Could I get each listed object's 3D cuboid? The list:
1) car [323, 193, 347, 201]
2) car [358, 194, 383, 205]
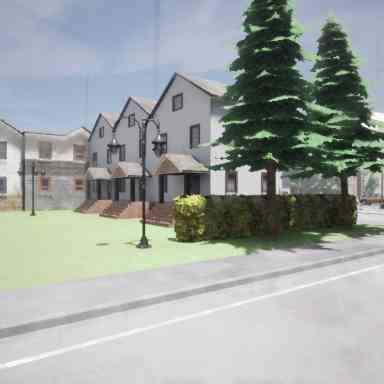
[{"bbox_3d":[32.093,1.097,74.708,1.932,1.855,4.605,0,0,-36],"label":"car"},{"bbox_3d":[27.228,1.097,49.253,1.932,1.855,4.605,0,0,-36],"label":"car"}]
